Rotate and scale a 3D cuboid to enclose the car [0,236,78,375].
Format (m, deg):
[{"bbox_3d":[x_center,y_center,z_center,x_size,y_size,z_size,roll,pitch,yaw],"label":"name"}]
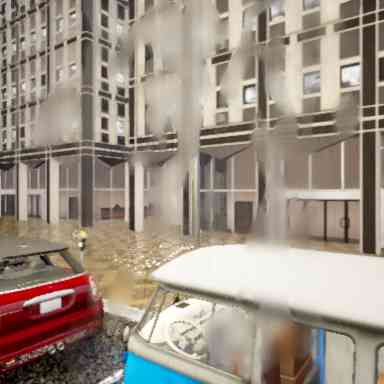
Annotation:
[{"bbox_3d":[-3.324,1.425,5.245,4.097,1.590,1.967,0,0,35],"label":"car"}]

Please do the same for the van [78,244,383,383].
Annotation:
[{"bbox_3d":[1.311,1.341,1.943,3.998,1.788,1.690,0,0,35],"label":"van"}]
